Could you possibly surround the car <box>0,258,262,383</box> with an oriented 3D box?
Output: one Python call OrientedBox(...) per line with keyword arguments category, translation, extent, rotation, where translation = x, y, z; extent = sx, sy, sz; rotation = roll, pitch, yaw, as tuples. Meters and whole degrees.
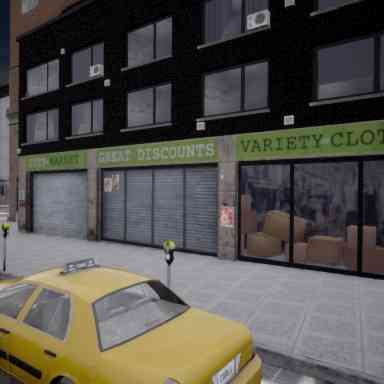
OrientedBox(category="car", translation=(-1.579, 1.524, 4.217), extent=(4.829, 1.417, 1.752), rotation=(0, 1, 35))
